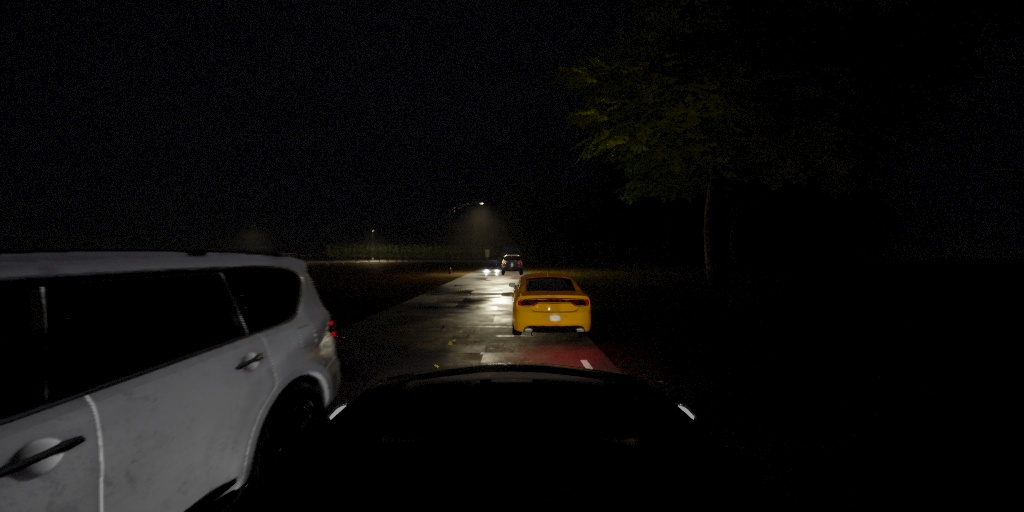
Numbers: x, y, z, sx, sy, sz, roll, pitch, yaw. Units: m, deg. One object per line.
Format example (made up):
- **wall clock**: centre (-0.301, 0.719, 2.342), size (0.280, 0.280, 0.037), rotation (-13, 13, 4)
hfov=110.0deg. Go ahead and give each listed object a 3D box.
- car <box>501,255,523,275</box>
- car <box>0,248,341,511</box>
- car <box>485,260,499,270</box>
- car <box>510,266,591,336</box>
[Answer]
- **car**: centre (0.015, 0.895, 37.980), size (2.150, 2.045, 5.566), rotation (0, 0, 0)
- **car**: centre (-2.849, 0.972, 1.480), size (2.150, 2.045, 5.566), rotation (0, 0, 0)
- **car**: centre (-2.827, 1.211, 50.934), size (1.895, 1.301, 4.718), rotation (0, 0, 0)
- **car**: centre (0.949, 1.218, 10.408), size (1.882, 1.535, 5.008), rotation (0, 0, 0)
